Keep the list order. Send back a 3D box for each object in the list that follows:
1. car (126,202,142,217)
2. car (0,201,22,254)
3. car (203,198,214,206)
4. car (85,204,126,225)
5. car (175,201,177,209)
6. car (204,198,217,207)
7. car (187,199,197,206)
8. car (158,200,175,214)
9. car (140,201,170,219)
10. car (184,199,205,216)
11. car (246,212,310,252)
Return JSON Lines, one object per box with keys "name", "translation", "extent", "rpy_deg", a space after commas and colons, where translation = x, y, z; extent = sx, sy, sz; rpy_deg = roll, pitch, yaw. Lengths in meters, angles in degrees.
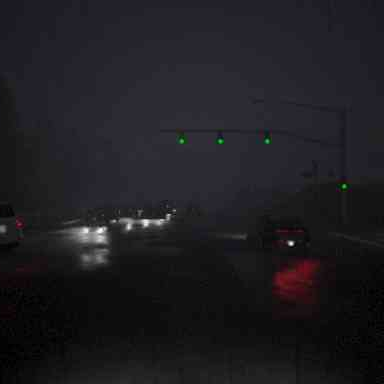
{"name": "car", "translation": [-7.097, 1.953, 36.441], "extent": [1.895, 1.301, 4.718], "rpy_deg": [0, -1, 0]}
{"name": "car", "translation": [-8.942, 1.326, 12.362], "extent": [5.566, 2.045, 2.150], "rpy_deg": [0, -2, 22]}
{"name": "car", "translation": [3.489, 2.066, 70.769], "extent": [2.128, 1.511, 4.902], "rpy_deg": [0, -1, 0]}
{"name": "car", "translation": [-7.130, 1.756, 26.930], "extent": [2.128, 1.511, 4.902], "rpy_deg": [0, -1, 1]}
{"name": "car", "translation": [-3.535, 2.002, 55.458], "extent": [1.882, 1.535, 5.008], "rpy_deg": [0, 0, 1]}
{"name": "car", "translation": [3.491, 2.098, 61.516], "extent": [1.812, 1.442, 4.674], "rpy_deg": [0, -1, 0]}
{"name": "car", "translation": [-0.010, 2.186, 70.617], "extent": [2.128, 1.511, 4.902], "rpy_deg": [0, -1, 0]}
{"name": "car", "translation": [-3.583, 1.745, 41.237], "extent": [2.097, 1.767, 4.553], "rpy_deg": [0, -1, 0]}
{"name": "car", "translation": [-3.584, 1.877, 32.639], "extent": [1.994, 1.385, 4.181], "rpy_deg": [0, -1, 0]}
{"name": "car", "translation": [0.094, 1.906, 38.057], "extent": [2.033, 1.411, 5.357], "rpy_deg": [0, -1, 0]}
{"name": "car", "translation": [3.596, 1.625, 14.503], "extent": [1.837, 1.490, 4.892], "rpy_deg": [0, 0, 0]}
